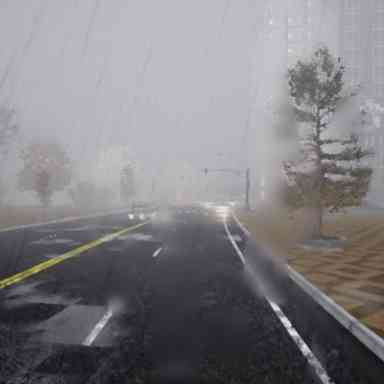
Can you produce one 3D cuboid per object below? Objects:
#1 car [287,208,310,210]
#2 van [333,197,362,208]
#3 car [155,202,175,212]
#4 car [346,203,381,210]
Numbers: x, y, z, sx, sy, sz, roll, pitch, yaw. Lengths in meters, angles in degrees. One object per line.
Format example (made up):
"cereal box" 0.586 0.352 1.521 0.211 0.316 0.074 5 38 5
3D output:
"car" 16.363 1.942 51.900 4.902 1.511 2.128 0 0 10
"van" 26.164 1.763 56.070 3.998 1.788 1.690 0 0 10
"car" -3.660 2.091 45.427 1.895 1.301 4.718 0 -1 7
"car" 24.650 1.804 47.580 4.097 1.590 1.967 0 0 10
